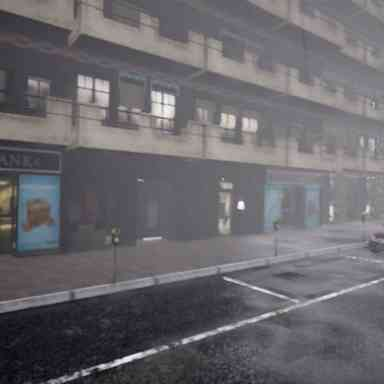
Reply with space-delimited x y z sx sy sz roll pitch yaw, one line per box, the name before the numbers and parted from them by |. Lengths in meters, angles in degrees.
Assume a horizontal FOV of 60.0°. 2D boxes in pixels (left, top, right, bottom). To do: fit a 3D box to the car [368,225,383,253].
car | 8.340 1.624 12.506 4.206 1.307 1.802 0 1 -36
